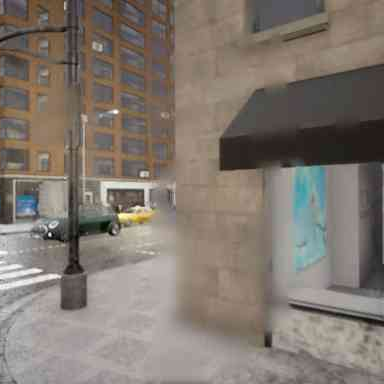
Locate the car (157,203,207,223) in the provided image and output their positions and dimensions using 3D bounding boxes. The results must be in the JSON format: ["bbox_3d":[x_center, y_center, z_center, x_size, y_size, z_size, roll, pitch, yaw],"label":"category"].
[{"bbox_3d":[-0.786,1.740,28.629,2.008,1.369,4.403,-1,-1,36],"label":"car"}]

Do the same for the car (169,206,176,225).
[{"bbox_3d":[-0.601,1.686,24.544,1.812,1.442,4.674,-1,0,37],"label":"car"}]

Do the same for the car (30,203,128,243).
[{"bbox_3d":[-5.905,1.501,17.270,2.097,1.767,4.553,-1,0,36],"label":"car"}]

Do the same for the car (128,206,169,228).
[{"bbox_3d":[-4.110,1.706,24.097,1.752,1.417,4.829,-1,-1,36],"label":"car"}]
